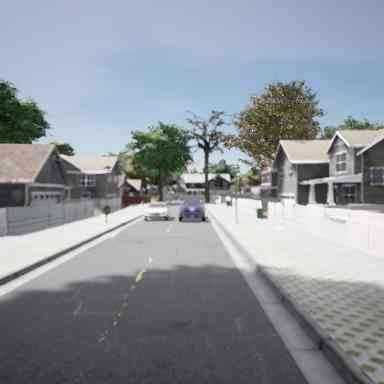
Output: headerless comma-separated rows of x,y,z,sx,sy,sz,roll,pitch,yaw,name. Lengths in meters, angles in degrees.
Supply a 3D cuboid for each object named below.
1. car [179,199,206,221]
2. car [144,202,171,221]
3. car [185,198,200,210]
0.023,1.367,27.463,2.097,1.767,4.553,0,0,1,car
-2.765,1.541,27.284,1.812,1.442,4.674,0,0,0,car
0.072,1.590,44.067,1.994,1.385,4.181,0,0,0,car
